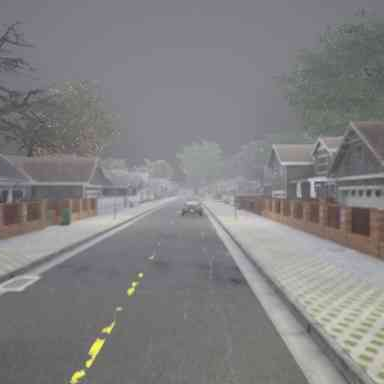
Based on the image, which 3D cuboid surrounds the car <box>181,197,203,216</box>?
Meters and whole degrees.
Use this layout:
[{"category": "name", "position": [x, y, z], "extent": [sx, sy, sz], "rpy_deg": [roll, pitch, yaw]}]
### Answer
[{"category": "car", "position": [0.006, 1.413, 30.844], "extent": [1.812, 1.442, 4.674], "rpy_deg": [0, 0, 0]}]

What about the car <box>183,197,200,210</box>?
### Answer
[{"category": "car", "position": [0.023, 1.400, 42.788], "extent": [2.033, 1.411, 5.357], "rpy_deg": [0, 0, 1]}]
